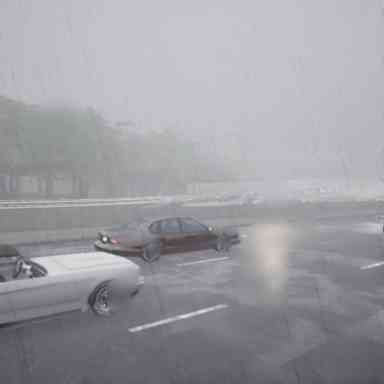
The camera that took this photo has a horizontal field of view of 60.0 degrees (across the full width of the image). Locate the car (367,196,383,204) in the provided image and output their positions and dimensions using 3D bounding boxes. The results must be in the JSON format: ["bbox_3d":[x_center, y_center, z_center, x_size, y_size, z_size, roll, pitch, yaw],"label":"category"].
[{"bbox_3d":[33.062,1.407,58.703,4.718,1.301,1.895,-1,0,-37],"label":"car"}]

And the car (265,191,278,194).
[{"bbox_3d":[15.886,0.498,68.014,1.882,1.535,5.008,0,2,37],"label":"car"}]

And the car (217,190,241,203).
[{"bbox_3d":[6.369,0.760,55.301,2.150,2.045,5.566,0,2,36],"label":"car"}]

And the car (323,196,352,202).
[{"bbox_3d":[20.335,1.291,44.989,4.553,1.767,2.097,0,0,-36],"label":"car"}]

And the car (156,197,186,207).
[{"bbox_3d":[-2.549,1.381,42.212,1.812,1.442,4.674,1,2,35],"label":"car"}]

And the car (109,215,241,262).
[{"bbox_3d":[-0.713,1.528,11.939,5.357,1.411,2.033,0,0,-36],"label":"car"}]

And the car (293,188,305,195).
[{"bbox_3d":[25.824,-0.189,80.093,1.812,1.442,4.674,0,3,40],"label":"car"}]

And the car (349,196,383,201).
[{"bbox_3d":[22.323,1.510,42.111,4.181,1.385,1.994,0,0,-36],"label":"car"}]

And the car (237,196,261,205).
[{"bbox_3d":[7.377,1.480,35.454,4.674,1.442,1.812,0,0,-36],"label":"car"}]

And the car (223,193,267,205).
[{"bbox_3d":[6.371,1.288,39.049,4.553,1.767,2.097,0,0,-36],"label":"car"}]

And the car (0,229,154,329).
[{"bbox_3d":[-3.241,1.588,5.765,4.718,1.301,1.895,0,0,-36],"label":"car"}]

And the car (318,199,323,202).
[{"bbox_3d":[20.694,1.408,49.585,4.902,1.511,2.128,0,0,-36],"label":"car"}]

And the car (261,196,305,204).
[{"bbox_3d":[9.440,1.438,32.628,5.008,1.535,1.882,0,0,-36],"label":"car"}]
